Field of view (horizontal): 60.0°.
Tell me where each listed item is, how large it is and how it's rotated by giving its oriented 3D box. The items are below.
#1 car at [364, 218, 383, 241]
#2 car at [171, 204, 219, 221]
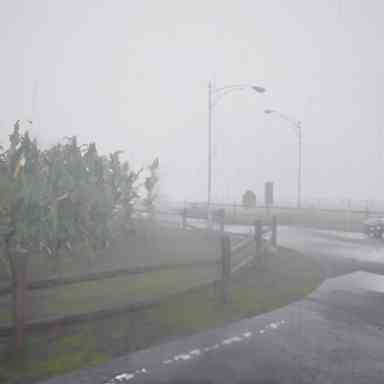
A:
[{"bbox_3d":[10.658,1.551,15.217,5.008,1.535,1.882,0,3,18],"label":"car"},{"bbox_3d":[0.198,1.610,27.659,1.895,1.301,4.718,0,0,-35],"label":"car"}]
